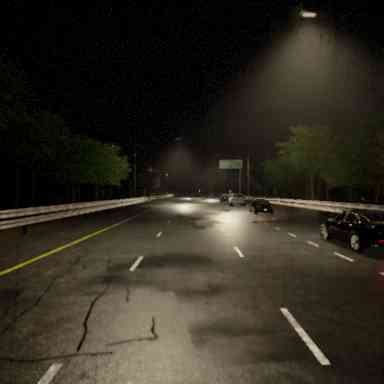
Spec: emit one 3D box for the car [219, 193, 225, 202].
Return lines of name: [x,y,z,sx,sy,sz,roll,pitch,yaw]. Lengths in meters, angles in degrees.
car: [7.306,1.383,74.865,2.097,1.767,4.553,0,0,0]

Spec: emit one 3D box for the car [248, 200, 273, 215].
car: [7.064,1.549,34.190,1.812,1.442,4.674,0,0,0]

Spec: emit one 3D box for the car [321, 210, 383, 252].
car: [7.011,1.510,13.846,1.837,1.490,4.892,0,0,0]

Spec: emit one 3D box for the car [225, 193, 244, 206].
car: [7.161,1.267,54.234,2.150,2.045,5.566,0,0,0]
